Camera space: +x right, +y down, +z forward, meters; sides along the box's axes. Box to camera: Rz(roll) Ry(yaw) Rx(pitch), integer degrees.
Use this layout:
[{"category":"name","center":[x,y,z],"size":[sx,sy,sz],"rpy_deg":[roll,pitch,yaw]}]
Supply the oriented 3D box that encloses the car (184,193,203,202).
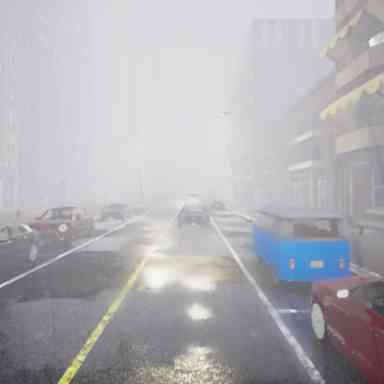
[{"category":"car","center":[0.095,1.083,45.079],"size":[2.150,2.045,5.566],"rpy_deg":[0,0,0]}]

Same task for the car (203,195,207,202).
[{"category":"car","center":[2.683,1.393,42.309],"size":[1.752,1.417,4.829],"rpy_deg":[0,0,0]}]

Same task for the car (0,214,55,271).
[{"category":"car","center":[-5.694,1.520,9.002],"size":[2.008,1.369,4.403],"rpy_deg":[0,0,0]}]

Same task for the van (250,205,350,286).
[{"category":"van","center":[2.686,1.310,9.001],"size":[1.690,1.788,3.998],"rpy_deg":[0,0,0]}]

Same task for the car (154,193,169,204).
[{"category":"car","center":[-5.700,1.395,58.709],"size":[1.947,1.339,4.313],"rpy_deg":[0,0,0]}]

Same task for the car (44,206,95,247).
[{"category":"car","center":[-5.695,1.391,14.525],"size":[1.967,1.590,4.097],"rpy_deg":[0,0,0]}]

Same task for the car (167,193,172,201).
[{"category":"car","center":[-5.703,1.119,69.753],"size":[2.192,1.841,5.009],"rpy_deg":[0,0,0]}]

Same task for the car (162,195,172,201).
[{"category":"car","center":[-5.702,1.359,75.277],"size":[1.947,1.339,4.313],"rpy_deg":[0,0,0]}]

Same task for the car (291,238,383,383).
[{"category":"car","center":[2.688,1.532,3.479],"size":[1.887,1.381,4.507],"rpy_deg":[0,0,0]}]

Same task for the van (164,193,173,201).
[{"category":"van","center":[-5.704,1.123,80.799],"size":[1.690,1.788,3.998],"rpy_deg":[0,0,0]}]

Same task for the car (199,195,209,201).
[{"category":"car","center":[2.678,1.337,75.277],"size":[1.887,1.381,4.507],"rpy_deg":[0,0,0]}]

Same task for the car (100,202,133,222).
[{"category":"car","center":[-5.696,1.481,25.571],"size":[1.947,1.339,4.313],"rpy_deg":[0,0,0]}]

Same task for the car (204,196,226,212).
[{"category":"car","center":[2.684,1.449,36.617],"size":[1.947,1.339,4.313],"rpy_deg":[0,0,0]}]

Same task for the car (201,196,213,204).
[{"category":"car","center":[2.680,1.373,58.709],"size":[1.887,1.381,4.507],"rpy_deg":[0,0,0]}]

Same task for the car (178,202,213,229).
[{"category":"car","center":[0.099,1.529,21.244],"size":[1.895,1.301,4.718],"rpy_deg":[0,0,0]}]

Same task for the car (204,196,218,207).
[{"category":"car","center":[2.681,1.379,47.833],"size":[1.752,1.417,4.829],"rpy_deg":[0,0,0]}]
